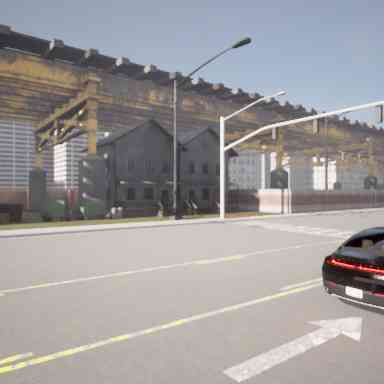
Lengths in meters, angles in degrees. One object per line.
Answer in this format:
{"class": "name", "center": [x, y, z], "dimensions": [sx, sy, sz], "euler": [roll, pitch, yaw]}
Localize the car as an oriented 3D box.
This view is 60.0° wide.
{"class": "car", "center": [4.801, 1.500, 7.184], "dimensions": [4.892, 1.490, 1.837], "euler": [0, 0, -35]}
